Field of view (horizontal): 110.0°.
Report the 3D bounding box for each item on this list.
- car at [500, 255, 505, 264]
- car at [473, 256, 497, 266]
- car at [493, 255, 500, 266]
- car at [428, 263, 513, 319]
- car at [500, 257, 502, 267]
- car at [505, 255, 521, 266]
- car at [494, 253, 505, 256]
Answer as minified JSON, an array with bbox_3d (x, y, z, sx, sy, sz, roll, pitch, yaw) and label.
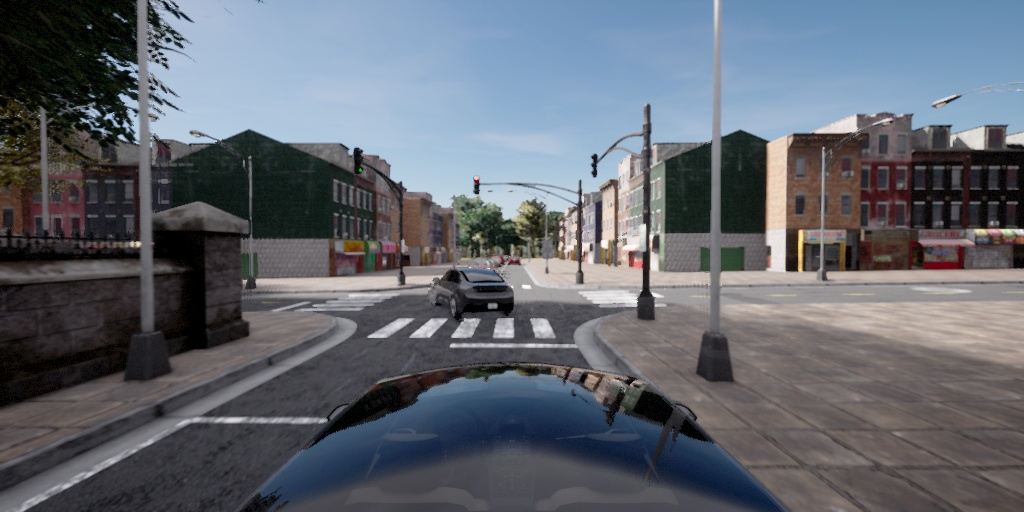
[{"bbox_3d":[-2.346,0.947,50.537,1.888,1.381,4.507,0,0,0],"label":"car"},{"bbox_3d":[-2.478,0.986,28.800,1.967,1.591,4.097,0,0,0],"label":"car"},{"bbox_3d":[-2.445,0.949,34.234,1.967,1.591,4.097,0,0,0],"label":"car"},{"bbox_3d":[-1.559,1.172,12.635,1.837,1.490,4.892,1,0,-24],"label":"car"},{"bbox_3d":[-2.412,1.038,39.668,1.948,1.339,4.313,0,0,0],"label":"car"},{"bbox_3d":[0.406,0.694,60.018,2.097,1.767,4.553,0,0,1],"label":"car"},{"bbox_3d":[-2.666,0.790,61.603,1.801,1.575,5.366,0,0,0],"label":"car"}]
